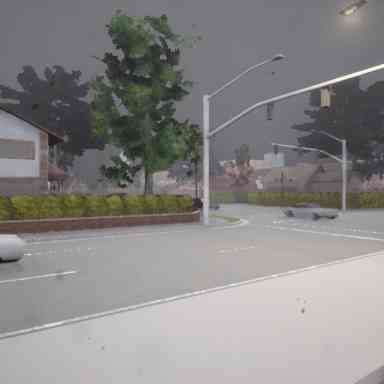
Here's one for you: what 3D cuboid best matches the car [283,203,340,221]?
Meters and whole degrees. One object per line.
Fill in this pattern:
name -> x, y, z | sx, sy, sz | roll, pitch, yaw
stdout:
car -> 9.540, 1.535, 26.882 | 1.895, 1.301, 4.718 | 0, 0, -23

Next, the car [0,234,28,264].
car -> -7.073, 1.578, 8.764 | 4.718, 1.301, 1.895 | 0, 0, -35

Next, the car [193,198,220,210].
car -> 1.329, 1.426, 39.768 | 1.812, 1.442, 4.674 | 0, 0, -36
